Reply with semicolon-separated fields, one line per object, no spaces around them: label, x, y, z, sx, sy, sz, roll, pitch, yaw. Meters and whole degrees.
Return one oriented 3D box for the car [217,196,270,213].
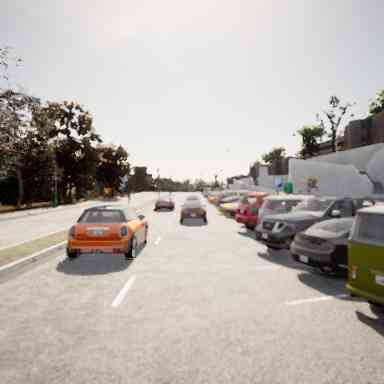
car;5.088;1.227;33.027;4.792;1.488;2.163;0;1;-20

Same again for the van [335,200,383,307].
van;5.180;1.222;6.196;4.442;1.987;1.878;1;0;-20

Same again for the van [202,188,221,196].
van;4.942;0.043;83.667;4.442;1.987;1.878;0;1;-20

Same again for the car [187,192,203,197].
car;0.090;1.088;41.174;1.812;1.442;4.674;0;1;0

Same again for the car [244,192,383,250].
car;5.046;1.154;12.104;5.566;2.045;2.435;1;1;-20

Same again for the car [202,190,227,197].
car;5.223;0.357;77.814;5.366;1.575;1.946;1;1;-20

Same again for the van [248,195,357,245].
van;4.961;1.158;15.057;4.442;1.987;1.878;1;1;-20

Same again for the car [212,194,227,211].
car;4.890;1.233;29.957;5.366;1.575;1.946;1;1;-20

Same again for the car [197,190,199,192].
car;4.875;0.221;86.629;5.366;1.575;1.946;0;1;-20

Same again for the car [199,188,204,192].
car;5.081;0.250;68.814;5.566;2.045;2.435;0;1;-20

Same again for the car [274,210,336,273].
car;5.062;1.427;9.137;4.892;1.521;2.231;1;0;-20

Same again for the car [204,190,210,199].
car;4.884;0.910;47.865;5.366;1.575;1.946;0;2;-20

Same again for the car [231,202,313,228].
car;5.061;1.377;21.074;4.674;1.452;2.002;1;0;-20

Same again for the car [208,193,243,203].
car;5.083;0.879;50.927;4.792;1.488;2.163;0;1;-20

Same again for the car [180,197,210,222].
car;0.093;1.343;24.168;1.812;1.442;4.674;0;1;0

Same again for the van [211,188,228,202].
van;4.955;0.871;38.926;4.442;1.987;1.878;0;2;-20

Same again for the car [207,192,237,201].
car;5.051;0.764;56.879;4.674;1.452;2.002;0;1;-20

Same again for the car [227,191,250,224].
car;5.095;1.112;18.100;5.566;2.045;2.435;1;0;-20

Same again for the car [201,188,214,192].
car;5.062;0.555;65.817;4.892;1.521;2.231;0;1;-20

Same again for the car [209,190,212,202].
car;5.032;0.913;41.954;4.553;1.767;2.185;0;1;-20

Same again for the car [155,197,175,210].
car;-2.909;1.213;36.369;1.994;1.385;4.181;0;1;0

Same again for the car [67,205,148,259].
car;-2.903;1.265;12.381;2.097;1.767;4.553;0;0;0

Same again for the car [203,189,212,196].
car;4.883;0.781;53.830;5.366;1.575;1.946;0;1;-20

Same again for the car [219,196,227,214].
car;5.036;1.305;27.030;4.792;1.488;2.163;1;1;-20
